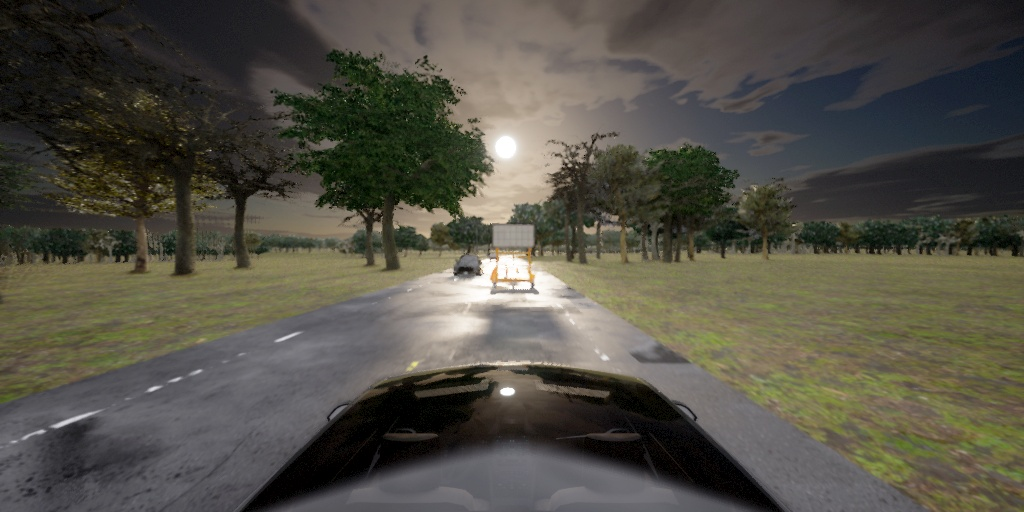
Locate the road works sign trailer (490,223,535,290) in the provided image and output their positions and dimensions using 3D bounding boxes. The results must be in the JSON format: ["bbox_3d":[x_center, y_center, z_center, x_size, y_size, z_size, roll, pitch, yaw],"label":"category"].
[{"bbox_3d":[0.083,-0.048,19.947,2.380,3.560,2.880,0,0,0],"label":"road works sign trailer"}]

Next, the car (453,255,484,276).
[{"bbox_3d":[-3.584,0.695,30.052,2.097,1.767,4.553,0,1,0],"label":"car"}]
